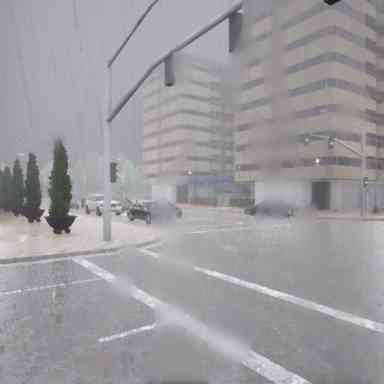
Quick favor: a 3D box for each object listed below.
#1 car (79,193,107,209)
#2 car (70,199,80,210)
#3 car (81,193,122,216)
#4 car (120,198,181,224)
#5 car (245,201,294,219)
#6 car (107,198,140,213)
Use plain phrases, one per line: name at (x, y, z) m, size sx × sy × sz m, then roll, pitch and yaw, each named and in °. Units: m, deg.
car at (-13.708, 1.222, 45.945) m, size 2.150 × 2.045 × 5.566 m, roll 0°, pitch 0°, yaw -34°
car at (-16.018, 1.526, 43.096) m, size 1.812 × 1.442 × 4.674 m, roll 0°, pitch 0°, yaw -34°
car at (-8.847, 1.222, 32.827) m, size 2.150 × 2.045 × 5.566 m, roll 0°, pitch 0°, yaw -35°
car at (-3.197, 1.491, 24.737) m, size 2.128 × 1.511 × 4.902 m, roll 0°, pitch 0°, yaw -35°
car at (6.730, 1.525, 29.214) m, size 1.812 × 1.442 × 4.674 m, roll 0°, pitch 0°, yaw -35°
car at (-7.810, 1.505, 37.460) m, size 1.837 × 1.490 × 4.892 m, roll 0°, pitch 0°, yaw -35°
